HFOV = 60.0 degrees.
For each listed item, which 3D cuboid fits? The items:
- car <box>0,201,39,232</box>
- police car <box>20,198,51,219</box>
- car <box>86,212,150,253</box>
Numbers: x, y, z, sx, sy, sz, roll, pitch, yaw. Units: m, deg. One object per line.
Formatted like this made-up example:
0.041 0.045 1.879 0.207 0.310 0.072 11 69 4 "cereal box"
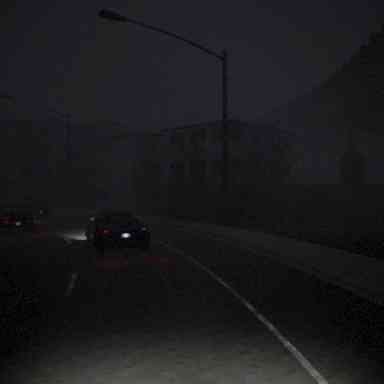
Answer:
-10.476 1.450 19.198 1.812 1.442 4.674 0 0 -37 "car"
-13.386 1.313 26.902 5.238 1.638 1.930 0 0 41 "police car"
-3.105 1.490 13.536 1.994 1.385 4.181 0 0 -23 "car"
